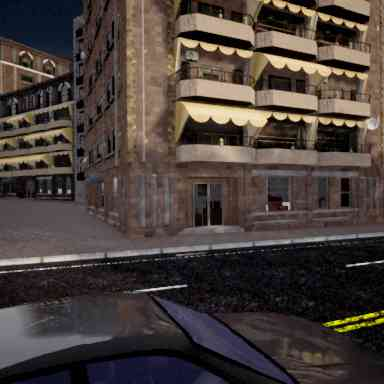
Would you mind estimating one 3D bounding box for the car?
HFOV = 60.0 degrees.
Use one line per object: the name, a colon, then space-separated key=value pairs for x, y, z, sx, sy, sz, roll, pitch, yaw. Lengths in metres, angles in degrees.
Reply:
car: x=-0.678 y=1.547 z=2.341 sx=5.357 sy=1.411 sz=2.033 roll=0 pitch=0 yaw=-23
